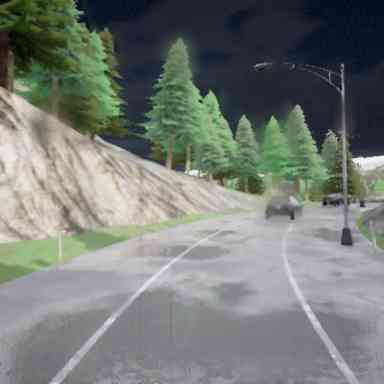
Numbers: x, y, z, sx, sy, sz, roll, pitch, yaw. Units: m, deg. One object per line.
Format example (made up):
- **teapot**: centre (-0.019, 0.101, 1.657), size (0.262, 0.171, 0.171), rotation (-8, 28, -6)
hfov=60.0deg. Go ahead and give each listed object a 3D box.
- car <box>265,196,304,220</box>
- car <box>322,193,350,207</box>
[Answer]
- **car**: centre (7.094, 1.052, 25.310), size (2.097, 1.767, 4.553), rotation (-2, 0, 28)
- **car**: centre (16.277, 0.845, 37.596), size (1.812, 1.442, 4.674), rotation (-4, -1, 44)
